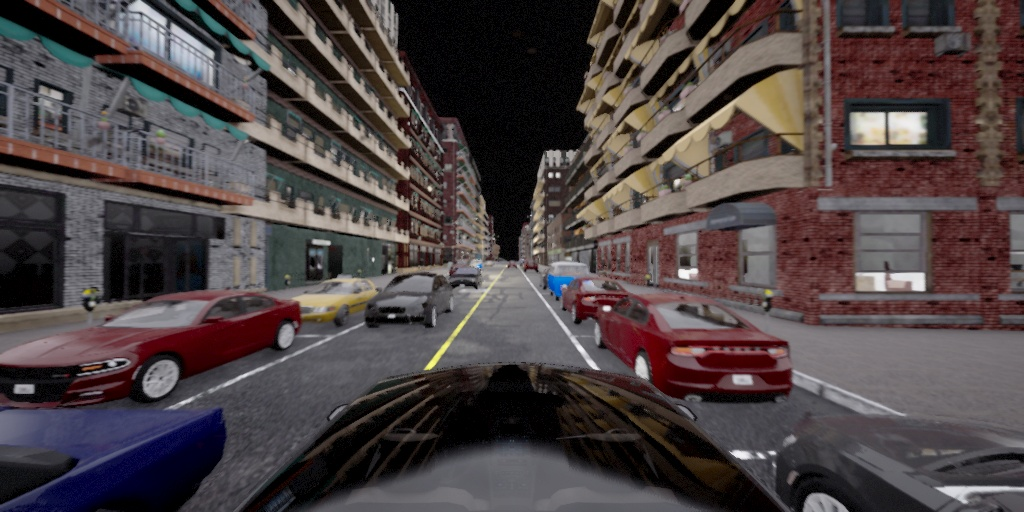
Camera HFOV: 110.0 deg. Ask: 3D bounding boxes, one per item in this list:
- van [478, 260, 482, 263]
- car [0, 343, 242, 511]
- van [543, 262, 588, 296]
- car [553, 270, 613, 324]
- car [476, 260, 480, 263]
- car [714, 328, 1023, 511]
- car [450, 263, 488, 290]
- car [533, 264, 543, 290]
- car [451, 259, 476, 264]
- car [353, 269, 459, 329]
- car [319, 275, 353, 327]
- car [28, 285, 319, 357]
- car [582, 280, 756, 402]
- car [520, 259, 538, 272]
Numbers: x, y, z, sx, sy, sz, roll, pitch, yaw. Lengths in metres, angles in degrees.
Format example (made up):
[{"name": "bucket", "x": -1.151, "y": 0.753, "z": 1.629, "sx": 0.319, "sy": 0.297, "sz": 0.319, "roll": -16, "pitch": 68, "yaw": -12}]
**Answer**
[{"name": "van", "x": -5.669, "y": 1.449, "z": 57.381, "sx": 1.690, "sy": 1.789, "sz": 3.998, "roll": 0, "pitch": 0, "yaw": 0}, {"name": "car", "x": -3.105, "y": 1.342, "z": 0.467, "sx": 1.895, "sy": 1.301, "sz": 4.718, "roll": 0, "pitch": 0, "yaw": 0}, {"name": "van", "x": 2.696, "y": 1.190, "z": 17.745, "sx": 1.690, "sy": 1.789, "sz": 3.998, "roll": 0, "pitch": 0, "yaw": 0}, {"name": "car", "x": 2.695, "y": 1.359, "z": 12.082, "sx": 1.888, "sy": 1.381, "sz": 4.507, "roll": 0, "pitch": 0, "yaw": 0}, {"name": "car", "x": -5.672, "y": 1.581, "z": 46.056, "sx": 2.007, "sy": 1.370, "sz": 4.403, "roll": 0, "pitch": 0, "yaw": 0}, {"name": "car", "x": 2.690, "y": 1.296, "z": 0.758, "sx": 2.007, "sy": 1.370, "sz": 4.403, "roll": 0, "pitch": 0, "yaw": 0}, {"name": "car", "x": -2.997, "y": 1.436, "z": 24.363, "sx": 2.033, "sy": 1.411, "sz": 5.357, "roll": 0, "pitch": 0, "yaw": 0}, {"name": "car", "x": 2.698, "y": 1.435, "z": 23.407, "sx": 2.007, "sy": 1.370, "sz": 4.403, "roll": 0, "pitch": 0, "yaw": 0}, {"name": "car", "x": -5.675, "y": 1.307, "z": 40.395, "sx": 2.192, "sy": 1.841, "sz": 5.009, "roll": 0, "pitch": 0, "yaw": 0}, {"name": "car", "x": -3.089, "y": 1.314, "z": 11.648, "sx": 1.837, "sy": 1.490, "sz": 4.892, "roll": 0, "pitch": -1, "yaw": 0}, {"name": "car", "x": -5.686, "y": 1.336, "z": 11.915, "sx": 1.751, "sy": 1.417, "sz": 4.829, "roll": 0, "pitch": 0, "yaw": 0}, {"name": "car", "x": -5.688, "y": 1.321, "z": 6.424, "sx": 1.888, "sy": 1.381, "sz": 4.507, "roll": 0, "pitch": 0, "yaw": 0}, {"name": "car", "x": 2.693, "y": 1.324, "z": 6.421, "sx": 1.888, "sy": 1.381, "sz": 4.507, "roll": 0, "pitch": 0, "yaw": 0}, {"name": "car", "x": 2.710, "y": 1.388, "z": 51.716, "sx": 2.192, "sy": 1.841, "sz": 5.009, "roll": 0, "pitch": 0, "yaw": 0}]
